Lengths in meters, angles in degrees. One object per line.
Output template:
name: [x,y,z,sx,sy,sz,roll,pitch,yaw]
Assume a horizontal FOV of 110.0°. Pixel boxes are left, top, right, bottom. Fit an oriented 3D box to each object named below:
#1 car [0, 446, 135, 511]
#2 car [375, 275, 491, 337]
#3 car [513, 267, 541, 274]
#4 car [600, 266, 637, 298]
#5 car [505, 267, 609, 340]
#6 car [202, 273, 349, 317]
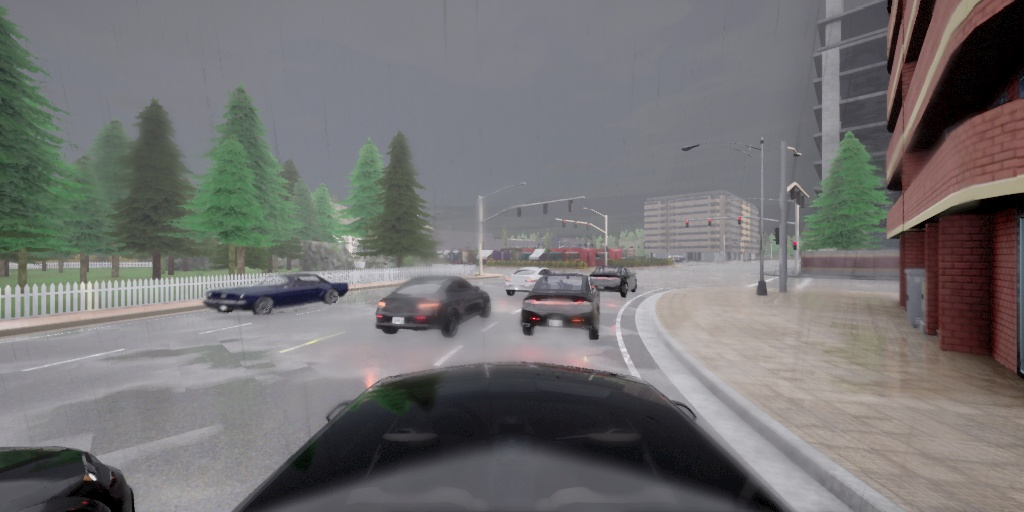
car: [-3.170,1.314,0.344,1.994,1.385,4.181,0,0,-2]
car: [-2.007,1.276,10.252,1.812,1.442,4.674,0,0,13]
car: [1.227,1.276,18.757,1.812,1.442,4.674,0,0,26]
car: [5.304,1.241,18.753,2.128,1.511,4.902,0,0,28]
car: [1.540,1.242,10.128,2.128,1.511,4.902,0,0,14]
car: [-8.579,1.351,13.554,1.895,1.301,4.718,0,0,17]
